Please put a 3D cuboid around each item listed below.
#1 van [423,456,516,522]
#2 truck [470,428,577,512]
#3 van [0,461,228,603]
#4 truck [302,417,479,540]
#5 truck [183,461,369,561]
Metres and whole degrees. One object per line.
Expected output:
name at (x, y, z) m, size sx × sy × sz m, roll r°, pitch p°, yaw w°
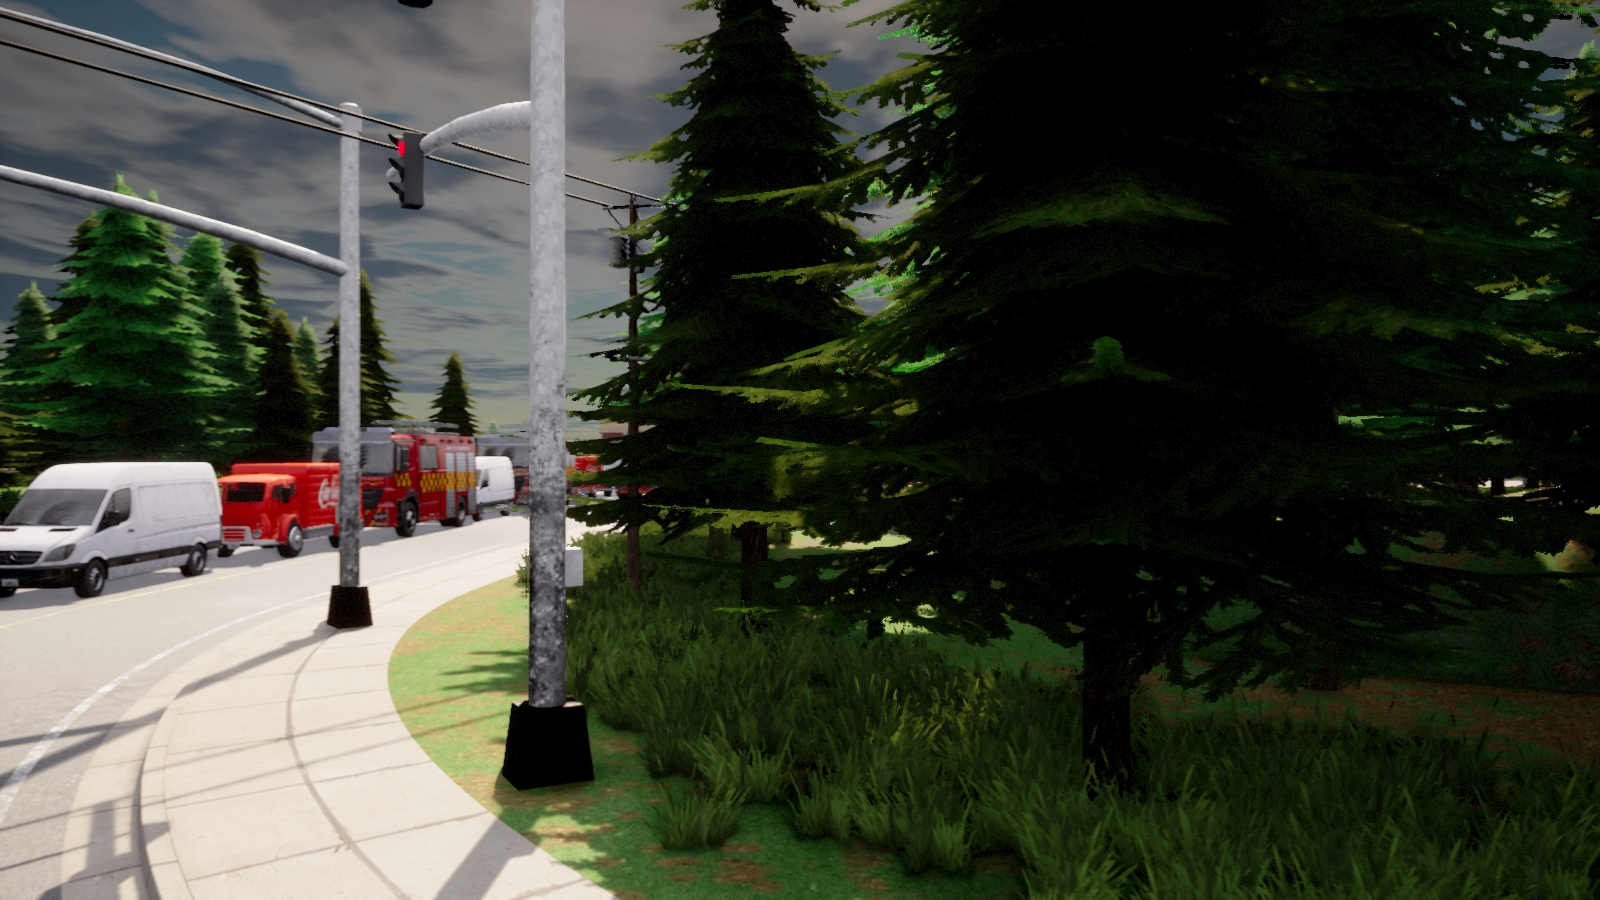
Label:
van at (-13.700, 1.547, 47.773) m, size 1.988 × 2.561 × 5.915 m, roll 0°, pitch 0°, yaw 2°
truck at (-13.392, 0.903, 56.117) m, size 2.891 × 3.827 × 8.468 m, roll 0°, pitch 0°, yaw 3°
van at (-14.469, 1.531, 23.890) m, size 1.988 × 2.561 × 5.915 m, roll 0°, pitch 0°, yaw 1°
truck at (-13.995, 0.899, 39.929) m, size 2.891 × 3.827 × 8.468 m, roll 0°, pitch 0°, yaw 2°
truck at (-14.283, 1.566, 31.603) m, size 2.627 × 2.467 × 5.204 m, roll 0°, pitch 0°, yaw 2°
